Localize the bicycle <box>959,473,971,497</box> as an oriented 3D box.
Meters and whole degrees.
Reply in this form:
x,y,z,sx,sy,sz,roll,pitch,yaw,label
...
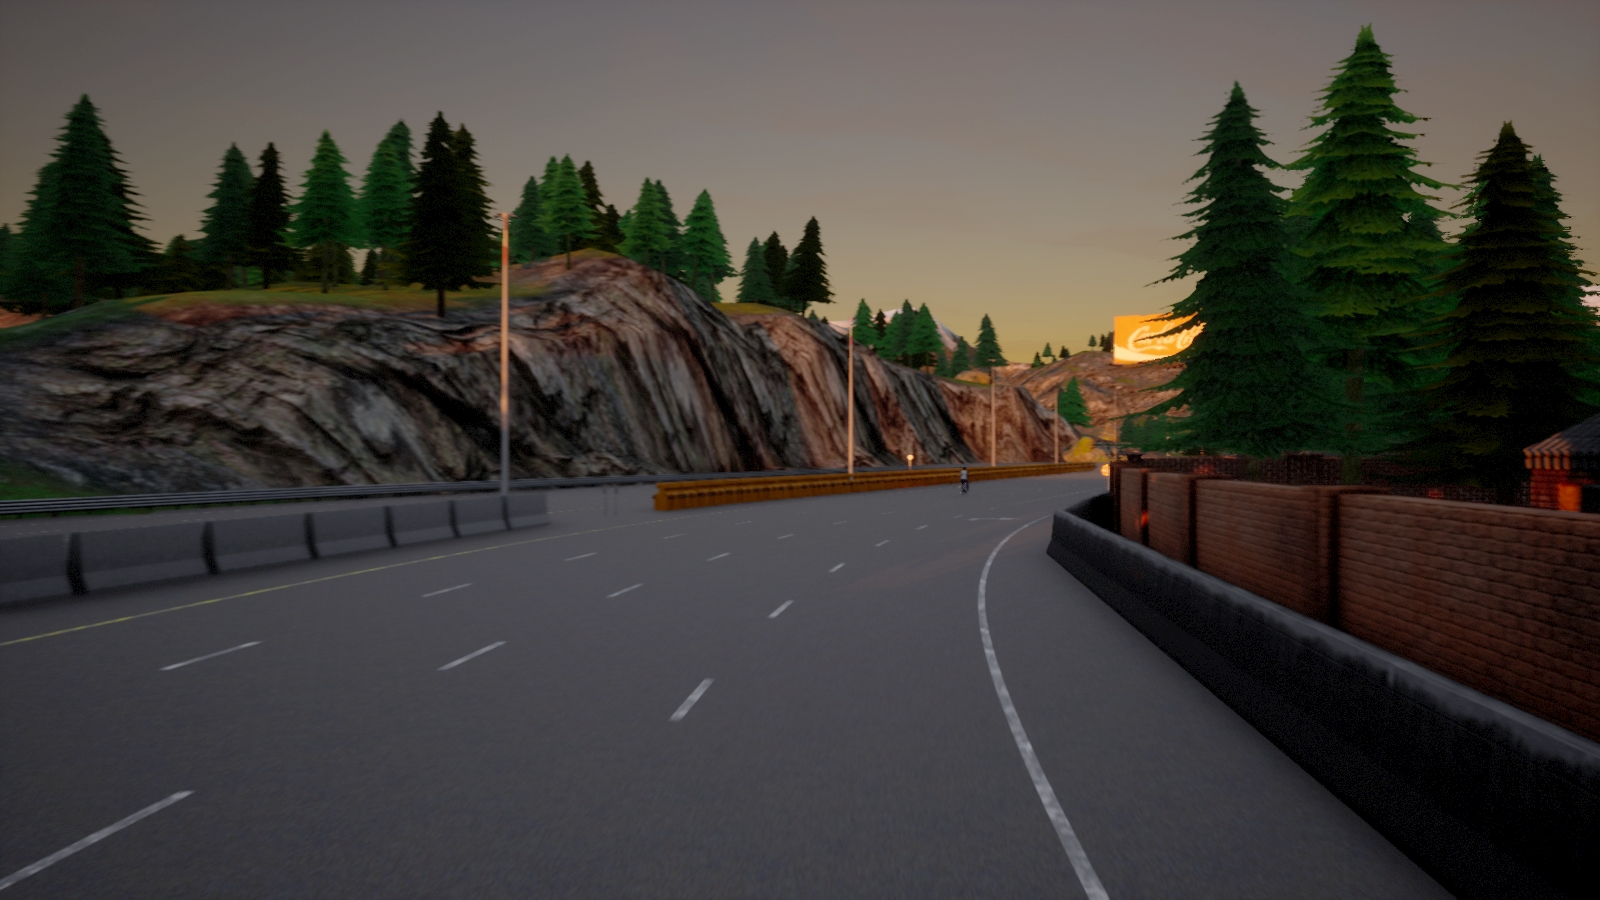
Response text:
x,y,z,sx,sy,sz,roll,pitch,yaw,label
10.096,2.119,69.885,0.373,1.414,1.643,0,-1,23,bicycle
